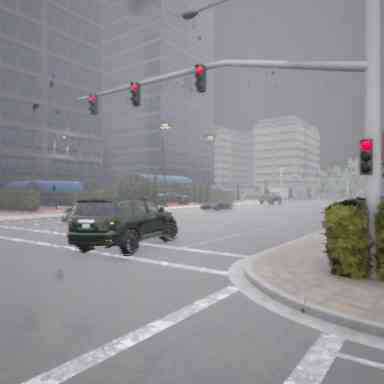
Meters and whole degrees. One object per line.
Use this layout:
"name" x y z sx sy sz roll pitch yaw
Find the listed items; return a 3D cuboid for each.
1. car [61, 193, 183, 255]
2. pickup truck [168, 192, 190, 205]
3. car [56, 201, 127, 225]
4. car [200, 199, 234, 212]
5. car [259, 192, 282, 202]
"car" -2.565 1.222 13.605 2.150 2.045 5.566 -2 -1 21
"pickup truck" -3.424 1.054 53.220 6.274 2.098 2.390 0 0 -24
"car" -7.404 1.496 25.004 2.128 1.511 4.902 0 0 35
"car" 3.117 1.537 39.903 2.033 1.411 5.357 0 0 35
"car" 12.687 0.921 53.289 2.150 2.045 5.566 0 0 35
